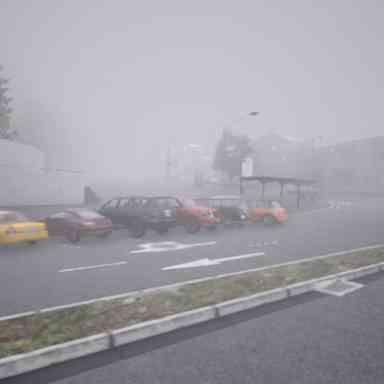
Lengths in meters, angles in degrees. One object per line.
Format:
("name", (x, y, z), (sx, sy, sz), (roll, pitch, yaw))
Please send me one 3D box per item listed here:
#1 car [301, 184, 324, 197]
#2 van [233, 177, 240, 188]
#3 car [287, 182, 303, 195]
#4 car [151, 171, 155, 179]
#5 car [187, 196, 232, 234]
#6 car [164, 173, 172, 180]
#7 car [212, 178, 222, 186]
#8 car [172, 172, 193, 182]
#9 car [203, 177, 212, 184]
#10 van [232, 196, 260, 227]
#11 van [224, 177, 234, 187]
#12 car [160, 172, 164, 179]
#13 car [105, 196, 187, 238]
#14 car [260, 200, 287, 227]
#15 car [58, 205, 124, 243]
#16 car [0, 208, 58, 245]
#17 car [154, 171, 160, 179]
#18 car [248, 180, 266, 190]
("car", (18.964, -0.019, 51.427), (2.002, 1.452, 4.674), (7, 3, 35))
("van", (10.295, -1.648, 63.641), (1.878, 1.987, 4.442), (7, 4, 35))
("car", (17.271, -0.582, 53.898), (2.435, 2.045, 5.566), (7, 3, 35))
("car", (-8.852, -4.522, 90.667), (2.435, 2.045, 5.566), (1, -1, 34))
("car", (-0.858, 1.223, 19.509), (5.566, 2.045, 2.435), (-1, -1, 35))
("car", (-3.552, -3.858, 83.386), (2.435, 2.045, 5.566), (7, 4, 34))
("car", (6.988, -1.970, 68.842), (1.946, 1.575, 5.366), (7, 3, 35))
("car", (-1.699, -3.336, 81.129), (1.946, 1.575, 5.366), (7, 3, 34))
("car", (5.156, -2.201, 71.161), (2.002, 1.452, 4.674), (7, 4, 35))
("van", (1.680, 1.243, 21.180), (4.442, 1.987, 1.878), (-1, -1, 35))
("van", (8.564, -1.921, 66.111), (1.878, 1.987, 4.442), (7, 4, 35))
("car", (-5.348, -4.010, 85.852), (2.185, 1.767, 4.553), (6, 3, 34))
("car", (-3.371, 1.228, 17.803), (5.566, 2.045, 2.435), (-1, 0, 35))
("car", (4.088, 1.340, 22.931), (4.553, 1.767, 2.185), (-1, 0, 35))
("car", (-5.797, 1.523, 16.045), (4.674, 1.452, 2.002), (-1, 0, 35))
("car", (-8.403, 1.487, 14.416), (5.366, 1.575, 1.946), (-1, 0, 35))
("car", (-7.079, -4.245, 88.320), (2.185, 1.767, 4.553), (4, 1, 33))
("car", (12.057, -1.149, 61.281), (2.231, 1.521, 4.892), (7, 3, 35))
